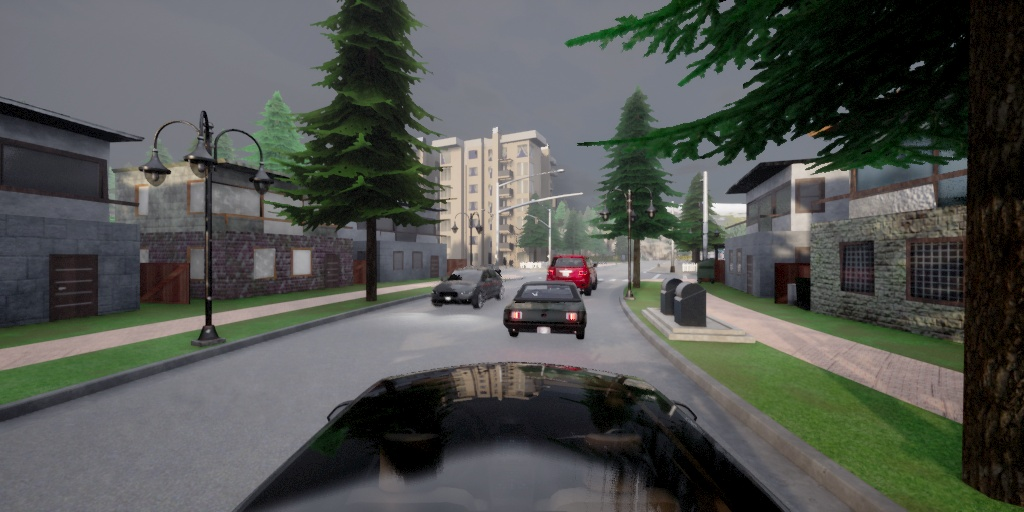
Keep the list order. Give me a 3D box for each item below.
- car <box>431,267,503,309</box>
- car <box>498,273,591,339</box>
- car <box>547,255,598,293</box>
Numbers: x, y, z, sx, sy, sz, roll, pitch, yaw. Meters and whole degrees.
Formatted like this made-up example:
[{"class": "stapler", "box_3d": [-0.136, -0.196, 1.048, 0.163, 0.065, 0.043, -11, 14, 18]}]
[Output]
[{"class": "car", "box_3d": [-1.694, 1.255, 15.039, 1.837, 1.490, 4.892, 0, 0, 14]}, {"class": "car", "box_3d": [1.073, 1.351, 10.100, 1.895, 1.301, 4.718, 0, 0, 9]}, {"class": "car", "box_3d": [3.370, 0.971, 19.596, 2.150, 2.045, 5.566, 0, 0, 18]}]
